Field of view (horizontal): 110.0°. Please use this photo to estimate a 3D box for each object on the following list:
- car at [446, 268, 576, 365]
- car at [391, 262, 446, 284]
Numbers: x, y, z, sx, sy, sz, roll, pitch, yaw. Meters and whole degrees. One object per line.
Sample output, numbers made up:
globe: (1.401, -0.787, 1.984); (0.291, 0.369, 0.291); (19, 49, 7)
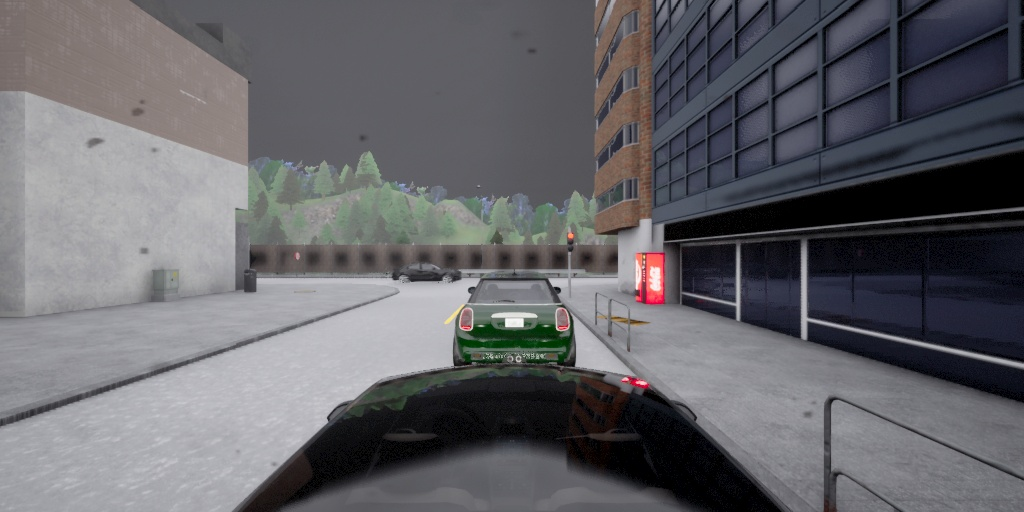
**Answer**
car: (0.055, 1.102, 7.939); (2.097, 1.767, 4.553); (0, 0, 0)
car: (-6.217, 1.227, 26.268); (5.008, 1.535, 1.882); (0, 0, 0)
